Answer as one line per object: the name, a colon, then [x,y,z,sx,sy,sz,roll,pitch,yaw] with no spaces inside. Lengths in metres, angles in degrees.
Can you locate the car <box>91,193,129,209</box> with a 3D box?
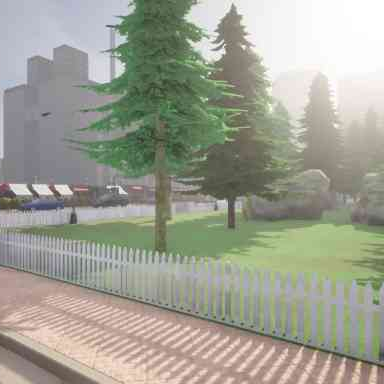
car: [-11.092,1.221,45.533,2.150,2.045,5.566,0,0,34]

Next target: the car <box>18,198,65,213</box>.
car: [-16.738,1.478,37.172,1.882,1.535,5.008,0,0,34]

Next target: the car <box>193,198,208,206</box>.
car: [2.158,1.601,52.302,1.895,1.301,4.718,0,0,34]

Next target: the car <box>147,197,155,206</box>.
car: [-5.305,1.352,54.038,2.097,1.767,4.553,0,0,34]
